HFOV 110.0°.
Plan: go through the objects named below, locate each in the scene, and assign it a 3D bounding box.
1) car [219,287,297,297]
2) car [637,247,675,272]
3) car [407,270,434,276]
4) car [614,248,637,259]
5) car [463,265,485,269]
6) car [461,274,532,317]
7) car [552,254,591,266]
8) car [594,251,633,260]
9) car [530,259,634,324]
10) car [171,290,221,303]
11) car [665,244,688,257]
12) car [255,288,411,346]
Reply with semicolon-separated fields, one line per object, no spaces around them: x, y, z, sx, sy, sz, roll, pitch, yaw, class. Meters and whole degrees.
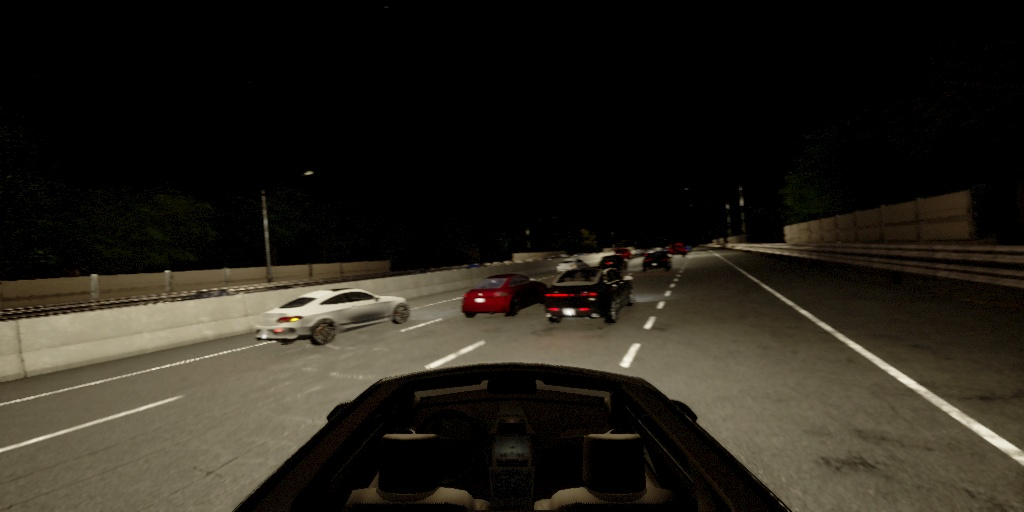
-12.878;2.415;19.586;1.994;1.385;4.181;-5;0;28;car
11.672;0.387;28.772;1.882;1.535;5.008;-5;0;28;car
-10.187;2.276;39.815;1.994;1.385;4.181;-5;0;28;car
16.587;-0.118;53.383;2.150;2.045;5.566;-5;0;28;car
-4.018;1.679;36.566;1.882;1.535;5.008;-5;-1;28;car
-0.138;1.366;13.626;1.994;1.385;4.181;-5;0;28;car
5.484;0.946;31.999;1.812;1.442;4.674;-5;0;28;car
8.578;0.671;30.384;1.837;1.490;4.892;-5;0;28;car
2.540;1.084;11.220;1.837;1.490;4.892;-5;0;28;car
-19.172;2.917;22.621;2.033;1.411;5.357;-5;0;28;car
25.547;-0.807;55.464;2.150;2.045;5.566;-5;-1;28;car
-5.305;1.736;11.264;1.812;1.442;4.674;-5;0;28;car
